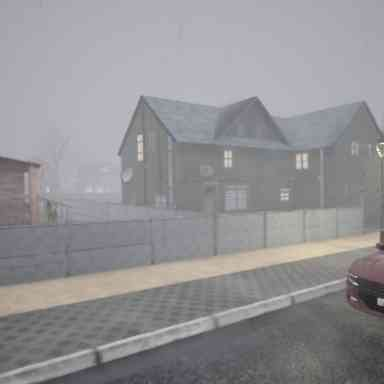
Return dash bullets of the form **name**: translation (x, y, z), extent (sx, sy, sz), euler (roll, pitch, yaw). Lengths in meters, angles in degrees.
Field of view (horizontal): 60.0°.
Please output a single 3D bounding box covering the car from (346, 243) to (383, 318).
- **car**: translation (5.078, 1.475, 6.673), extent (5.008, 1.535, 1.882), euler (0, 0, -35)
